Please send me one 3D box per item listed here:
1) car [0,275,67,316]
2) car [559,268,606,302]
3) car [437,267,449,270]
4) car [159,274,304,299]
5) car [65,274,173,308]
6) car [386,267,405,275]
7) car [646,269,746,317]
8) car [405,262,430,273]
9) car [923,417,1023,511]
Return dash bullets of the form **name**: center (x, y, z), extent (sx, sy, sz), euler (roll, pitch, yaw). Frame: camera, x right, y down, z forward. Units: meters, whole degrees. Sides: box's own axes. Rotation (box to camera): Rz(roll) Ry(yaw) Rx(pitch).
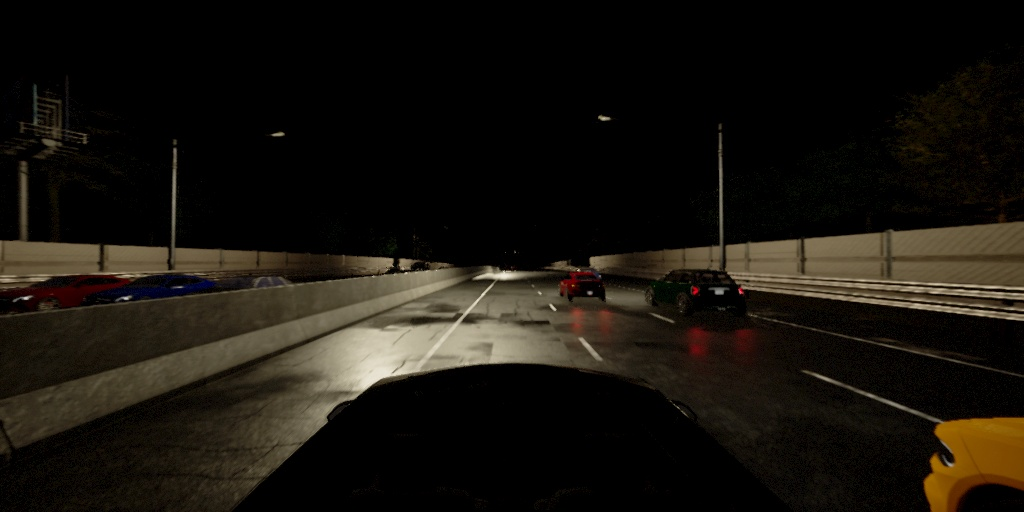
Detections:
- **car**: center (-17.595, 1.474, 14.459), extent (1.812, 1.442, 4.674), euler (0, -1, 0)
- **car**: center (3.604, 1.556, 18.859), extent (1.812, 1.442, 4.674), euler (0, -1, 0)
- **car**: center (-10.544, 2.355, 55.407), extent (1.994, 1.385, 4.181), euler (0, -1, 0)
- **car**: center (-10.595, 1.498, 14.576), extent (2.033, 1.411, 5.357), euler (0, -1, 0)
- **car**: center (-14.108, 1.474, 14.465), extent (1.812, 1.442, 4.674), euler (0, -1, 0)
- **car**: center (-17.535, 2.324, 54.830), extent (2.033, 1.411, 5.357), euler (0, -1, 1)
- **car**: center (7.102, 1.300, 14.398), extent (2.097, 1.767, 4.553), euler (0, -1, 0)
- **car**: center (-14.043, 1.997, 54.783), extent (2.150, 2.045, 5.566), euler (0, -1, 1)
- **car**: center (3.600, 1.207, 0.194), extent (1.882, 1.535, 5.008), euler (0, -1, 0)
